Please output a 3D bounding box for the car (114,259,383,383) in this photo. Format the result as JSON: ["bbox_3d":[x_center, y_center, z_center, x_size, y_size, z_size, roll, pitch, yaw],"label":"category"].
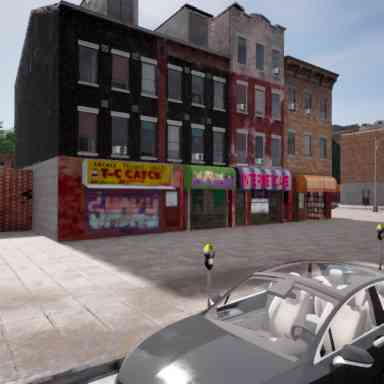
[{"bbox_3d":[1.312,1.552,3.734,4.403,1.369,2.008,0,0,-35],"label":"car"}]

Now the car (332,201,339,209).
[{"bbox_3d":[15.749,1.372,41.288,1.837,1.490,4.892,0,0,-36],"label":"car"}]
